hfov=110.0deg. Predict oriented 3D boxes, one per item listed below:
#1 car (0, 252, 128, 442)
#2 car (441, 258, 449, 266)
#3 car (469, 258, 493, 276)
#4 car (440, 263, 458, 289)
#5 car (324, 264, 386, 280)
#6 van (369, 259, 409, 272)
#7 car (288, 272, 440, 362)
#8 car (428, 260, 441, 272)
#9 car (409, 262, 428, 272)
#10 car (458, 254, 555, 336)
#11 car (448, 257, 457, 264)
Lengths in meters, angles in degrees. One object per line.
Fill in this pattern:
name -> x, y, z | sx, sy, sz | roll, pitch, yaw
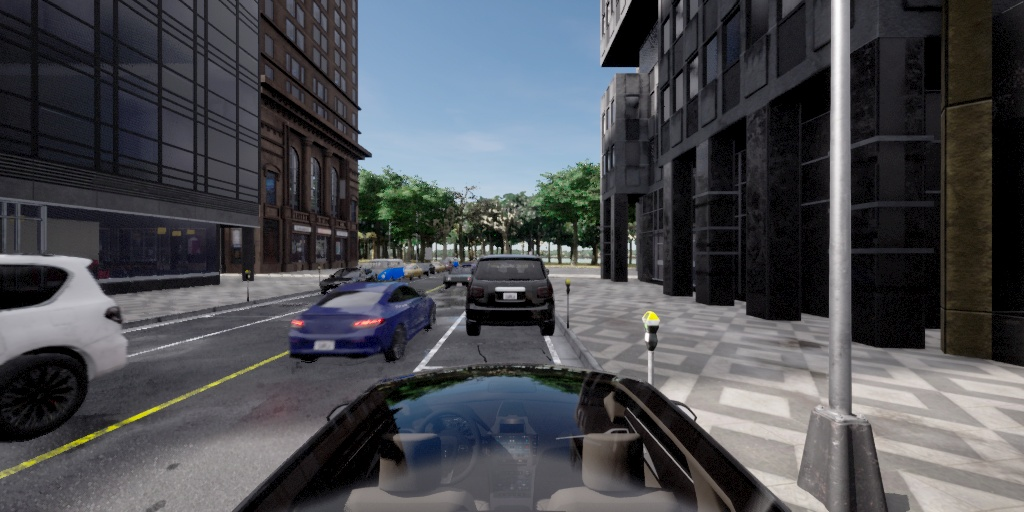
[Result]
car -> -6.246, 0.971, 2.434 | 2.150, 2.045, 5.566 | 0, 0, 0
car -> -8.908, 1.284, 41.566 | 1.751, 1.417, 4.829 | 0, 0, 0
car -> -3.145, 1.109, 37.537 | 2.097, 1.767, 4.553 | 0, 0, 0
car -> -3.045, 1.353, 22.964 | 1.895, 1.301, 4.718 | 0, 0, 0
car -> -8.908, 1.317, 19.986 | 1.948, 1.339, 4.313 | 0, 0, 0
van -> -8.908, 1.093, 25.423 | 1.690, 1.789, 3.998 | 0, 0, 0
car -> -3.041, 1.275, 8.114 | 1.812, 1.442, 4.674 | 0, 0, 0
car -> -8.908, 1.322, 36.298 | 1.948, 1.339, 4.313 | 0, 0, 0
car -> -8.908, 1.280, 30.691 | 1.751, 1.417, 4.829 | 0, 0, 0
car -> -0.039, 0.971, 10.530 | 2.150, 2.045, 5.566 | 0, 0, 0
car -> -8.908, 1.201, 47.173 | 1.967, 1.591, 4.097 | 0, 0, 0
